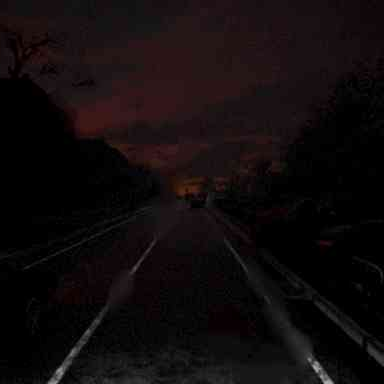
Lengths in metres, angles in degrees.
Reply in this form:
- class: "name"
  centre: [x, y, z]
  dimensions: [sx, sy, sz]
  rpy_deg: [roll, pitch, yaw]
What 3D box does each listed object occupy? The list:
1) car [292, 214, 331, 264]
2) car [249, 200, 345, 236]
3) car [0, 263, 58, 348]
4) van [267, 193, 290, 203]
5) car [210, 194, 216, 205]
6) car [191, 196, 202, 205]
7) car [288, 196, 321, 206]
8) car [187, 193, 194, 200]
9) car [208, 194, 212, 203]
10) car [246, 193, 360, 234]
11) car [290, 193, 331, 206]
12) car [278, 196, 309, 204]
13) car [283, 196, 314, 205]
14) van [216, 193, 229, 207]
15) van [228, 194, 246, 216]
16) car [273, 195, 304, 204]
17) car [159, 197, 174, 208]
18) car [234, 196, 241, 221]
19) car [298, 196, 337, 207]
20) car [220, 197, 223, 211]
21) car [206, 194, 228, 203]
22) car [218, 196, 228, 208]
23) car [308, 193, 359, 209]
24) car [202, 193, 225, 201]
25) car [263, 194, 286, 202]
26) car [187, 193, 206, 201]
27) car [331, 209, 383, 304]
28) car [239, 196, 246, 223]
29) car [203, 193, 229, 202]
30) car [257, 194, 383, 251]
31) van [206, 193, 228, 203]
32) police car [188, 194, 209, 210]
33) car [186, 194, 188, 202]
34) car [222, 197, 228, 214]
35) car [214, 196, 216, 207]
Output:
- class: "car"
  centre: [5.629, 1.519, 9.679]
  dimensions: [4.674, 1.452, 2.002]
  rpy_deg: [0, 0, 0]
- class: "car"
  centre: [5.549, 1.341, 18.088]
  dimensions: [4.553, 1.767, 2.185]
  rpy_deg: [0, 0, 0]
- class: "car"
  centre: [-3.365, 1.602, 3.820]
  dimensions: [1.895, 1.301, 4.718]
  rpy_deg: [0, 0, 0]
- class: "van"
  centre: [18.457, 1.239, 71.473]
  dimensions: [4.442, 1.987, 1.878]
  rpy_deg: [0, 0, 0]
- class: "car"
  centre: [5.405, 1.429, 46.118]
  dimensions: [5.008, 1.535, 2.097]
  rpy_deg: [0, 0, 0]
- class: "car"
  centre: [0.698, 1.480, 59.247]
  dimensions: [1.837, 1.490, 4.892]
  rpy_deg: [0, 0, 0]
- class: "car"
  centre: [18.466, 1.465, 54.759]
  dimensions: [4.792, 1.488, 2.163]
  rpy_deg: [0, 0, 0]
- class: "car"
  centre: [-0.443, 1.249, 94.757]
  dimensions: [2.150, 2.045, 5.566]
  rpy_deg: [0, -1, 0]
- class: "car"
  centre: [5.354, 1.434, 54.523]
  dimensions: [4.892, 1.521, 2.231]
  rpy_deg: [0, 0, 0]
- class: "car"
  centre: [5.569, 1.220, 15.285]
  dimensions: [5.566, 2.045, 2.435]
  rpy_deg: [0, 0, 0]
- class: "car"
  centre: [18.426, 1.181, 51.976]
  dimensions: [5.566, 2.045, 2.435]
  rpy_deg: [0, 0, 0]
- class: "car"
  centre: [18.398, 1.445, 60.329]
  dimensions: [5.008, 1.535, 2.097]
  rpy_deg: [0, 0, 0]
- class: "car"
  centre: [18.391, 1.470, 57.544]
  dimensions: [4.792, 1.488, 2.163]
  rpy_deg: [0, 0, 0]
- class: "van"
  centre: [5.344, 1.214, 37.710]
  dimensions: [4.442, 1.987, 1.878]
  rpy_deg: [0, 0, 0]
- class: "van"
  centre: [5.412, 1.229, 26.497]
  dimensions: [4.442, 1.987, 1.878]
  rpy_deg: [0, 0, 0]
- class: "car"
  centre: [18.201, 1.447, 63.114]
  dimensions: [5.366, 1.575, 1.946]
  rpy_deg: [0, 0, 0]
- class: "car"
  centre: [-3.549, 1.438, 46.754]
  dimensions: [1.882, 1.535, 5.008]
  rpy_deg: [0, 0, 0]
- class: "car"
  centre: [5.577, 1.333, 23.695]
  dimensions: [4.553, 1.767, 2.185]
  rpy_deg: [0, 0, 0]
- class: "car"
  centre: [18.466, 1.431, 49.189]
  dimensions: [5.008, 1.535, 2.097]
  rpy_deg: [0, 0, 0]
- class: "car"
  centre: [5.466, 1.477, 32.105]
  dimensions: [4.792, 1.488, 2.163]
  rpy_deg: [0, 0, 0]
- class: "car"
  centre: [5.230, 1.338, 71.348]
  dimensions: [4.553, 1.767, 2.185]
  rpy_deg: [0, 0, 0]
- class: "car"
  centre: [5.449, 1.473, 34.908]
  dimensions: [4.792, 1.488, 2.163]
  rpy_deg: [0, 0, 0]
- class: "car"
  centre: [18.476, 1.182, 43.621]
  dimensions: [5.566, 2.045, 2.435]
  rpy_deg: [0, 0, 0]
- class: "car"
  centre: [5.238, 1.261, 82.560]
  dimensions: [5.566, 2.045, 2.435]
  rpy_deg: [0, 0, 0]
- class: "car"
  centre: [18.296, 1.348, 74.253]
  dimensions: [4.553, 1.767, 2.185]
  rpy_deg: [0, 0, 0]
- class: "car"
  centre: [0.726, 1.316, 53.208]
  dimensions: [2.097, 1.767, 4.553]
  rpy_deg: [0, 0, 0]
- class: "car"
  centre: [5.680, 1.357, 6.876]
  dimensions: [4.553, 1.767, 2.185]
  rpy_deg: [0, 0, 0]
- class: "car"
  centre: [5.532, 1.337, 20.892]
  dimensions: [4.553, 1.767, 2.185]
  rpy_deg: [0, 0, 0]
- class: "car"
  centre: [5.276, 1.221, 74.150]
  dimensions: [5.566, 2.045, 2.435]
  rpy_deg: [0, 0, 0]
- class: "car"
  centre: [5.586, 1.223, 12.482]
  dimensions: [5.566, 2.045, 2.435]
  rpy_deg: [0, 0, 0]
- class: "van"
  centre: [5.160, 1.233, 68.544]
  dimensions: [4.442, 1.987, 1.878]
  rpy_deg: [0, 0, 0]
- class: "police car"
  centre: [0.773, 1.388, 43.327]
  dimensions: [1.930, 1.638, 5.238]
  rpy_deg: [0, 0, 0]
- class: "car"
  centre: [-0.356, 1.530, 76.011]
  dimensions: [1.994, 1.385, 4.181]
  rpy_deg: [0, 0, 0]
- class: "car"
  centre: [5.507, 1.451, 29.301]
  dimensions: [5.008, 1.535, 2.097]
  rpy_deg: [0, 0, 0]
- class: "car"
  centre: [5.473, 1.465, 40.515]
  dimensions: [4.792, 1.488, 2.163]
  rpy_deg: [0, 0, 0]
